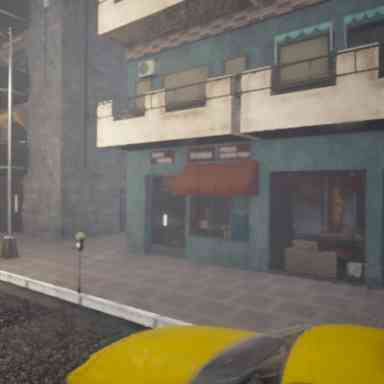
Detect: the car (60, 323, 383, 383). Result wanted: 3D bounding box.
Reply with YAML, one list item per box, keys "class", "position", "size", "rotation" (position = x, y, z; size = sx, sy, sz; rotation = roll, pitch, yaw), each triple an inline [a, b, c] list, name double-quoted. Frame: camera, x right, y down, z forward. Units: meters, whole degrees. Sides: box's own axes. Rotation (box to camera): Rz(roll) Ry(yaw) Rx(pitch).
- class: "car"
  position: [1.032, 1.526, 2.125]
  size: [4.829, 1.417, 1.752]
  rotation: [0, 1, 36]
